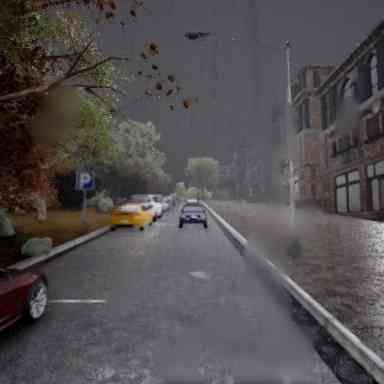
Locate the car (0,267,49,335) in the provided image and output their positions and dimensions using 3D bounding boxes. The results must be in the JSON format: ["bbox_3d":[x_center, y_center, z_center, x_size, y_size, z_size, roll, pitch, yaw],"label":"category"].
[{"bbox_3d":[-3.657,1.510,4.198,2.163,1.488,4.792,0,0,2],"label":"car"}]

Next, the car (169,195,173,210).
[{"bbox_3d":[-3.695,1.470,37.777,1.946,1.575,5.366,0,0,2],"label":"car"}]

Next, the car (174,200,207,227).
[{"bbox_3d":[0.071,1.544,22.749,2.033,1.411,5.357,0,0,0],"label":"car"}]

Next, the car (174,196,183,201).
[{"bbox_3d":[-3.759,1.804,93.289,2.163,1.488,4.792,1,-2,2],"label":"car"}]

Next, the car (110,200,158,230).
[{"bbox_3d":[-3.680,1.476,20.876,2.097,1.535,5.008,0,0,2],"label":"car"}]

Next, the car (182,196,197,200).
[{"bbox_3d":[0.045,1.521,41.692,1.812,1.442,4.674,0,0,0],"label":"car"}]

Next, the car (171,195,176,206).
[{"bbox_3d":[-3.710,1.475,43.157,2.097,1.535,5.008,0,0,2],"label":"car"}]

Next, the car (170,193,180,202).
[{"bbox_3d":[-3.726,1.356,54.272,2.185,1.767,4.553,0,0,2],"label":"car"}]

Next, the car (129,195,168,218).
[{"bbox_3d":[-3.687,1.223,26.480,2.435,2.045,5.566,0,0,2],"label":"car"}]

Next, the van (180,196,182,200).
[{"bbox_3d":[-3.743,1.268,71.132,1.878,1.987,4.442,0,0,2],"label":"van"}]

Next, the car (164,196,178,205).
[{"bbox_3d":[-3.732,1.526,59.871,2.002,1.452,4.674,0,0,2],"label":"car"}]
